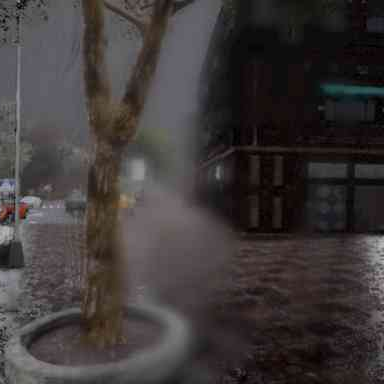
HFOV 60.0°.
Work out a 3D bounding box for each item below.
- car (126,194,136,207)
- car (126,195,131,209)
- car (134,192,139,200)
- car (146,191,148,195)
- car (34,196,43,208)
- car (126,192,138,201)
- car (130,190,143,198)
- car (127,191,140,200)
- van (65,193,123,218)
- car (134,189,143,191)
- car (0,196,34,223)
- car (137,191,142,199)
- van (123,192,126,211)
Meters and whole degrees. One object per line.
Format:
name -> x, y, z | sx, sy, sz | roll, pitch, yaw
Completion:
car -> -9.666, 1.374, 38.176 | 5.366, 1.575, 1.946 | 2, 0, -26
car -> -9.493, 1.389, 35.109 | 5.008, 1.535, 2.097 | 2, 0, -26
car -> -11.262, 1.183, 49.960 | 5.366, 1.575, 1.946 | 1, 1, -26
car -> -13.825, 0.527, 76.885 | 5.566, 2.045, 2.435 | 2, 1, -26
car -> -19.373, 1.230, 39.802 | 1.812, 1.442, 4.674 | 1, 1, -6
car -> -10.950, 1.231, 46.975 | 5.366, 1.575, 1.946 | 2, 1, -26
car -> -12.653, 0.984, 64.952 | 4.792, 1.488, 2.163 | 1, 1, -26
car -> -11.398, 1.144, 53.026 | 4.892, 1.521, 2.231 | 1, 1, -26
van -> -8.724, 1.183, 29.208 | 4.442, 1.987, 1.878 | 2, 0, -26
car -> -12.893, 0.785, 67.960 | 4.553, 1.767, 2.185 | 1, 1, -26
car -> -13.497, 1.203, 23.982 | 2.097, 1.767, 4.553 | 1, 0, -7
car -> -12.322, 1.041, 61.979 | 4.674, 1.452, 2.002 | 1, 1, -26
van -> -9.057, 1.175, 32.191 | 4.442, 1.987, 1.878 | 2, 0, -26
